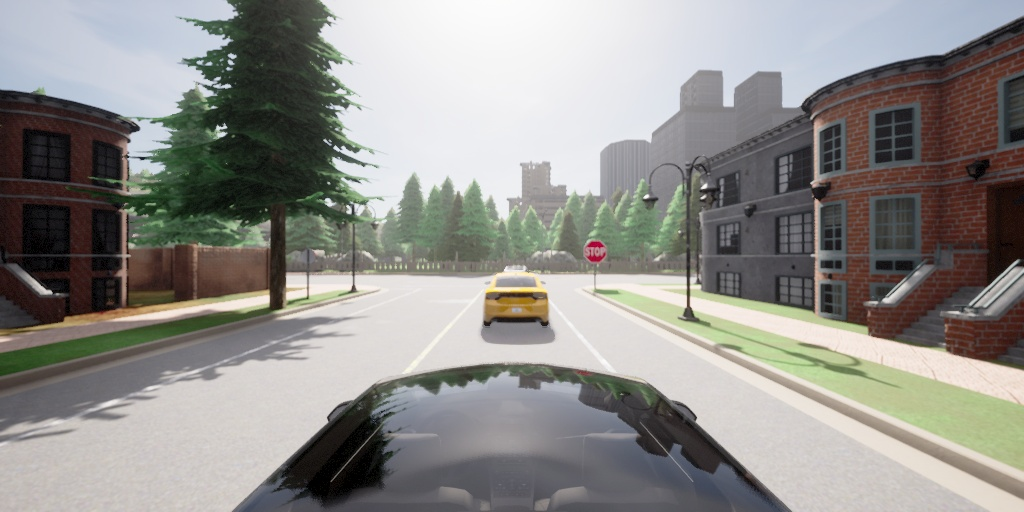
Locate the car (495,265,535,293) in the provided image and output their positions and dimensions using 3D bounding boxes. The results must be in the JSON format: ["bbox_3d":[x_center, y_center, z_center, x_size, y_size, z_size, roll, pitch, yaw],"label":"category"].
[{"bbox_3d":[0.316,1.351,22.452,2.128,1.511,4.902,0,-1,5],"label":"car"}]

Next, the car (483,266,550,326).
[{"bbox_3d":[0.113,1.273,11.837,1.882,1.535,5.008,0,0,0],"label":"car"}]
